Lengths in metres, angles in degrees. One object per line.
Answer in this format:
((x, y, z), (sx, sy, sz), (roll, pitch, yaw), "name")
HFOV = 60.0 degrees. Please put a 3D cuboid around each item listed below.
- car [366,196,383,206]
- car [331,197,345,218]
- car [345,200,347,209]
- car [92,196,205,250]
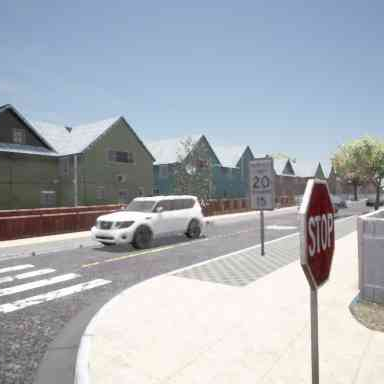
((25.304, 1.206, 45.696), (1.994, 1.385, 4.181), (-2, -1, 37), "car")
((9.620, 1.296, 24.776), (1.837, 1.490, 4.892), (-2, -1, 37), "car")
((16.892, 1.312, 39.296), (2.033, 1.411, 5.357), (-2, -1, 37), "car")
((-1.659, 1.206, 14.656), (2.150, 2.045, 5.566), (-2, -1, 37), "car")
